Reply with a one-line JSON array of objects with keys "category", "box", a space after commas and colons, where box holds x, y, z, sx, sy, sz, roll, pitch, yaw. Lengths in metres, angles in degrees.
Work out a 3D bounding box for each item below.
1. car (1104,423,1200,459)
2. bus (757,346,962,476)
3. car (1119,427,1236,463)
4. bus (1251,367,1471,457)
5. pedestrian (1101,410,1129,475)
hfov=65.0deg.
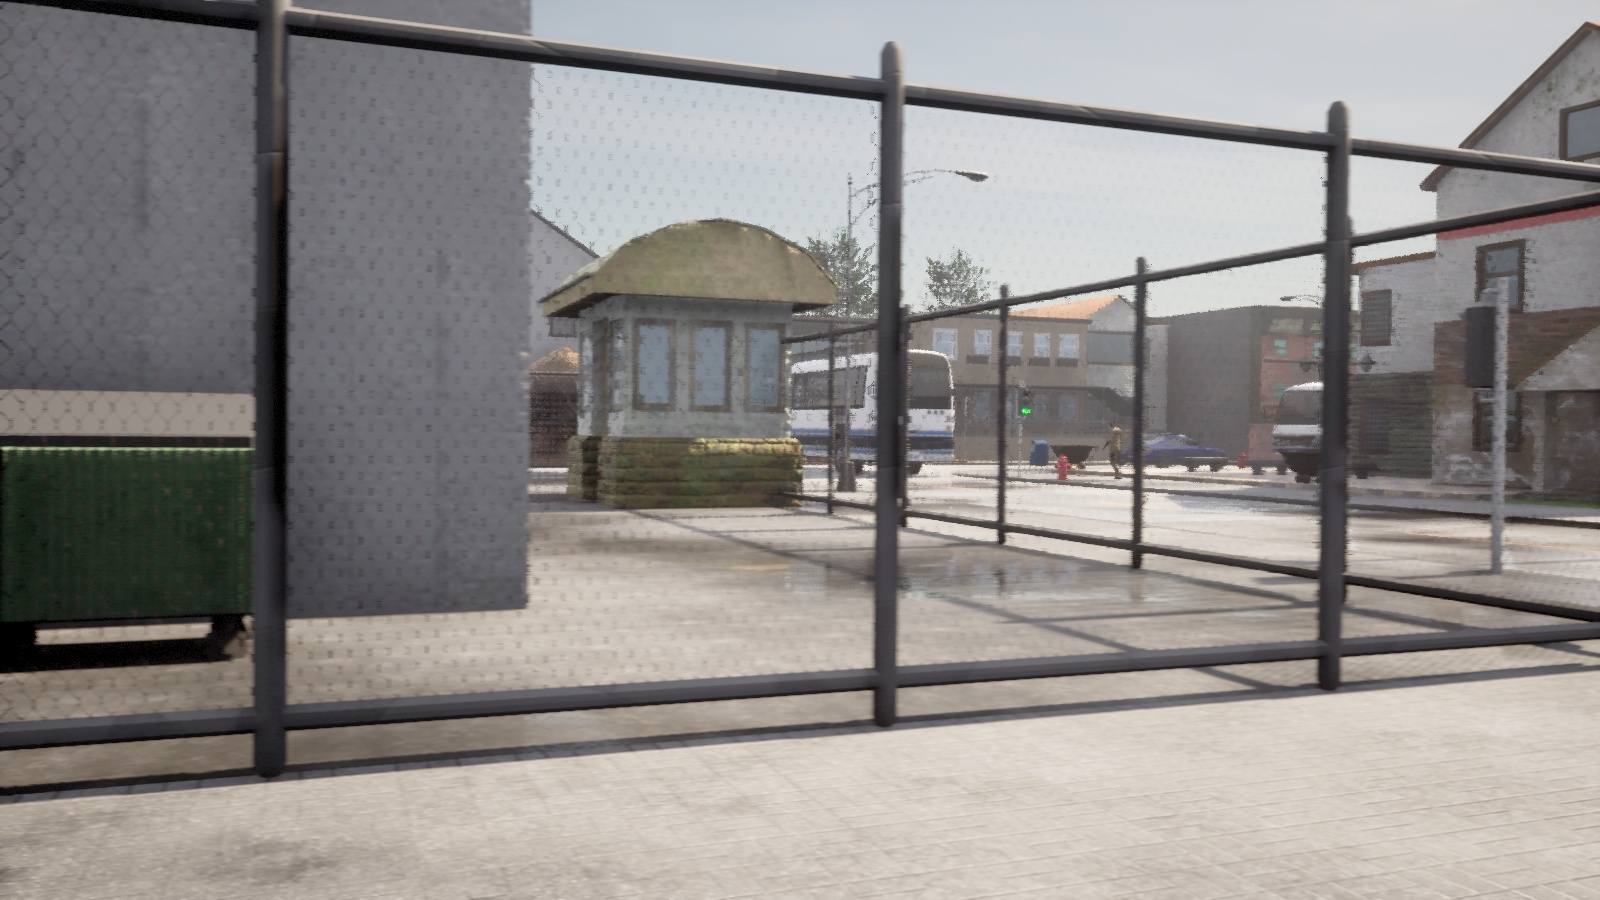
[{"category": "car", "box": [16.406, -0.436, 58.528, 3.988, 1.617, 1.851, -1, 1, -21]}, {"category": "bus", "box": [1.865, -1.359, 46.579, 3.944, 4.253, 10.273, -1, 1, -20]}, {"category": "car", "box": [16.294, -0.237, 54.208, 4.674, 1.442, 1.812, -1, 1, -20]}, {"category": "bus", "box": [28.133, -1.910, 62.959, 10.273, 4.253, 3.944, -1, 1, -21]}, {"category": "pedestrian", "box": [9.476, -0.232, 37.757, 0.396, 1.930, 0.692, -1, 1, -40]}]
